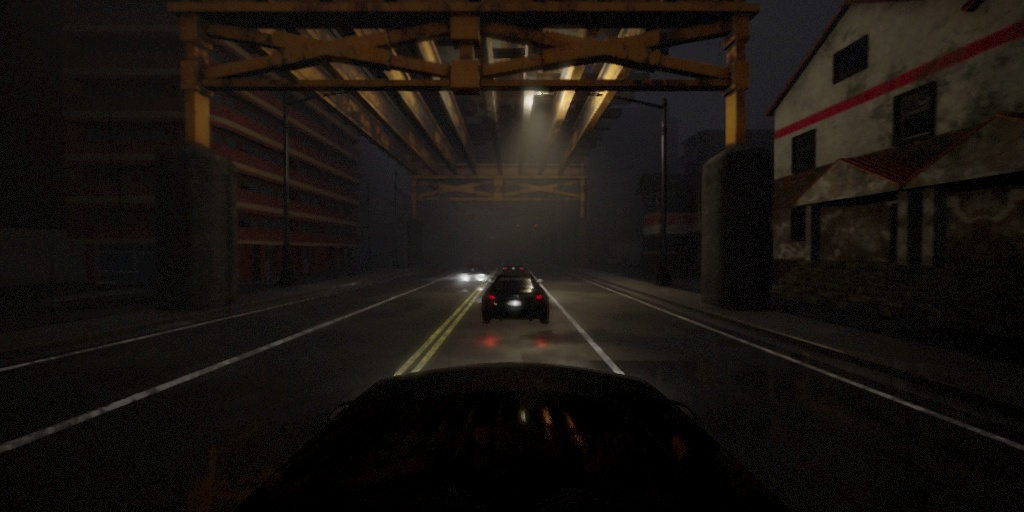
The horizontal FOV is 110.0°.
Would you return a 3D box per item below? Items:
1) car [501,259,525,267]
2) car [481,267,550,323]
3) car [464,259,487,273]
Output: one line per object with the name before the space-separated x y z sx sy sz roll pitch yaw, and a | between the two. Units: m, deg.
car | 0.102 0.956 29.932 2.033 1.411 5.357 0 1 0
car | 0.098 1.226 11.710 1.994 1.385 4.181 0 1 0
car | -3.560 0.928 35.132 1.895 1.301 4.718 0 1 0
